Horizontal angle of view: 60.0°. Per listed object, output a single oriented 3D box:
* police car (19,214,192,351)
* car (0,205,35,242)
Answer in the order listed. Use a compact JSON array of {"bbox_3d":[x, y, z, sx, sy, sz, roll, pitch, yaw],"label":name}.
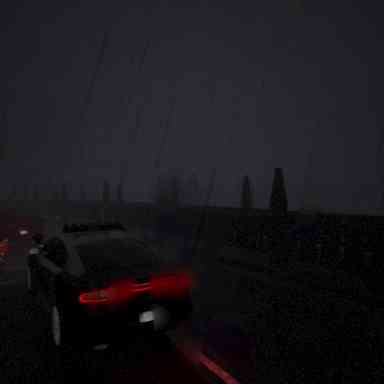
[{"bbox_3d":[-1.978,1.419,6.514,1.930,1.638,5.238,0,0,-33],"label":"police car"},{"bbox_3d":[-8.327,1.478,15.341,1.882,1.535,5.008,0,0,-39],"label":"car"}]
